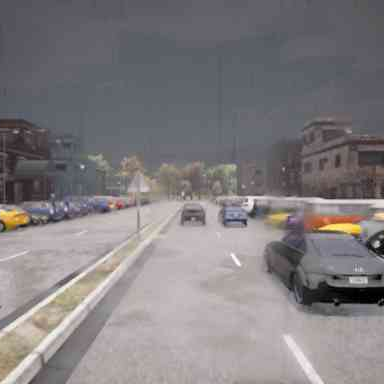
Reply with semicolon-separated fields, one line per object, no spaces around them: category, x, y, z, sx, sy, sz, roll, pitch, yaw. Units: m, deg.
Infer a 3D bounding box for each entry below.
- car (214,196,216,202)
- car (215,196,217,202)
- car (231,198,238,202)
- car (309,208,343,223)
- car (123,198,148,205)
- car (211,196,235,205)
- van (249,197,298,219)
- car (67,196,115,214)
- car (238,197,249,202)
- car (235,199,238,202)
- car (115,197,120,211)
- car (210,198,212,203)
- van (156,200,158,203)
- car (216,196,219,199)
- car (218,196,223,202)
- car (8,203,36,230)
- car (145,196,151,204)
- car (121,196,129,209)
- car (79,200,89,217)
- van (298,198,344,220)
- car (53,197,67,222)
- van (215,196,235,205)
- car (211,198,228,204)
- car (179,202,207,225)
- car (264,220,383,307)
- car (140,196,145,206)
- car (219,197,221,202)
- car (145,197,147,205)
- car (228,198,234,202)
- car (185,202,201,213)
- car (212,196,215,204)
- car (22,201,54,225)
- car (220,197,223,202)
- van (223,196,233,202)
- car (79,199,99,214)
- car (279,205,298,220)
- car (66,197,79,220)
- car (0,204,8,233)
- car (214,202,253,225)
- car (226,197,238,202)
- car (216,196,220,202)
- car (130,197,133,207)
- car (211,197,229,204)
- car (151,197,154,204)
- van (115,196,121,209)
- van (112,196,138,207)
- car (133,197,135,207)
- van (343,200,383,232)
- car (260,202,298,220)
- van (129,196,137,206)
car;7.671;2.047;71.176;4.553;1.767;2.185;0;-1;0
car;7.671;2.008;68.419;4.553;1.767;2.185;0;-1;0
car;7.669;1.830;40.848;4.792;1.488;2.163;0;-1;0
car;7.645;1.574;13.277;5.008;1.535;2.097;0;0;0
car;-12.717;2.236;75.700;5.366;1.575;1.946;0;-1;0
car;7.668;2.086;82.206;5.566;2.045;2.435;0;-1;0
van;7.756;1.472;29.822;4.442;1.987;1.878;0;0;0
car;-12.532;1.517;39.579;5.566;2.045;2.435;0;-1;0
car;7.668;1.470;32.581;5.566;2.045;2.435;0;-1;0
car;7.642;1.813;38.092;4.674;1.452;2.002;0;-1;0
car;-12.372;1.795;42.354;5.366;1.575;1.946;0;-1;0
car;7.454;2.293;79.445;5.366;1.575;1.946;0;-1;0
van;-12.402;2.268;92.254;4.442;1.987;1.878;0;-1;0
car;7.609;1.969;65.662;4.553;1.767;2.185;0;-1;0
car;7.634;2.023;60.146;4.892;1.521;2.231;0;-1;0
car;-12.571;1.595;20.126;5.008;1.535;2.097;0;0;0
car;-12.505;1.944;72.799;5.566;2.045;2.435;0;-1;0
car;-12.525;1.608;47.914;5.566;2.045;2.435;0;-1;0
car;-12.564;1.727;31.240;4.674;1.452;2.002;0;0;0
van;7.757;1.367;16.037;4.442;1.987;1.878;0;0;0
car;-12.540;1.513;25.681;4.553;1.767;2.185;0;0;0
van;7.523;2.028;76.691;4.442;1.987;1.878;0;-1;0
car;7.637;2.533;93.234;4.674;1.452;2.002;0;-1;0
car;0.100;1.692;26.153;1.837;1.490;4.892;0;0;0
car;3.099;1.624;8.196;1.994;1.385;4.181;0;0;0
car;-12.569;1.823;64.588;5.566;2.045;2.435;0;-1;0
car;7.634;1.988;57.390;4.892;1.521;2.231;0;-1;0
car;-12.533;2.194;70.077;4.674;1.452;2.002;0;-1;0
car;7.633;1.830;43.606;4.892;1.521;2.231;0;-1;0
car;0.100;1.938;42.534;1.895;1.301;4.718;0;-1;0
car;7.645;2.213;73.931;5.008;1.535;2.097;0;-1;0
car;-12.579;1.617;22.903;4.892;1.521;2.231;0;0;0
car;7.634;1.954;54.634;4.892;1.521;2.231;0;-1;0
van;7.522;1.693;51.755;4.442;1.987;1.878;0;-1;0
car;-12.558;1.714;34.018;4.892;1.521;2.231;0;-1;0
car;7.637;1.652;18.792;4.674;1.452;2.002;0;0;0
car;-12.537;1.537;28.462;4.553;1.767;2.185;0;-1;0
car;-12.609;1.448;17.346;4.553;1.767;2.185;0;0;0
car;3.100;1.733;25.911;2.033;1.411;5.357;0;0;0
car;7.825;1.855;46.362;5.366;1.575;1.946;0;-1;0
car;7.634;2.059;62.904;4.892;1.521;2.231;0;-1;0
car;-12.519;1.956;53.469;4.792;1.488;2.163;0;-1;0
car;7.608;2.333;90.479;4.553;1.767;2.185;0;-1;0
car;-12.559;2.031;78.483;5.566;2.045;2.435;0;-1;0
van;-12.439;1.603;45.136;4.442;1.987;1.878;0;-1;0
van;-12.426;1.809;61.808;4.442;1.987;1.878;0;-1;0
car;-12.544;2.000;56.123;4.674;1.452;2.002;0;-1;0
van;7.524;1.330;10.521;4.442;1.987;1.878;0;0;0
car;7.455;1.629;21.549;5.366;1.575;1.946;0;0;0
van;-12.662;1.773;59.031;4.442;1.987;1.878;0;-1;0
